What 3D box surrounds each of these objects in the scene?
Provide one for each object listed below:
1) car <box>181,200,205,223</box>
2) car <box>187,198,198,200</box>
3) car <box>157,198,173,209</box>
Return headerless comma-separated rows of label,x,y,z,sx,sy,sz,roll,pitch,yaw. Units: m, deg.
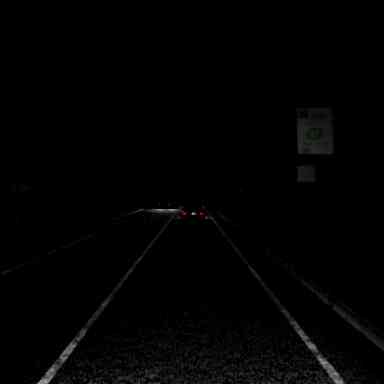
car,0.082,1.574,25.873,2.033,1.411,5.357,0,0,0
car,0.068,1.535,42.738,2.128,1.511,4.902,0,0,0
car,-3.618,1.551,45.630,1.837,1.490,4.892,0,0,0
